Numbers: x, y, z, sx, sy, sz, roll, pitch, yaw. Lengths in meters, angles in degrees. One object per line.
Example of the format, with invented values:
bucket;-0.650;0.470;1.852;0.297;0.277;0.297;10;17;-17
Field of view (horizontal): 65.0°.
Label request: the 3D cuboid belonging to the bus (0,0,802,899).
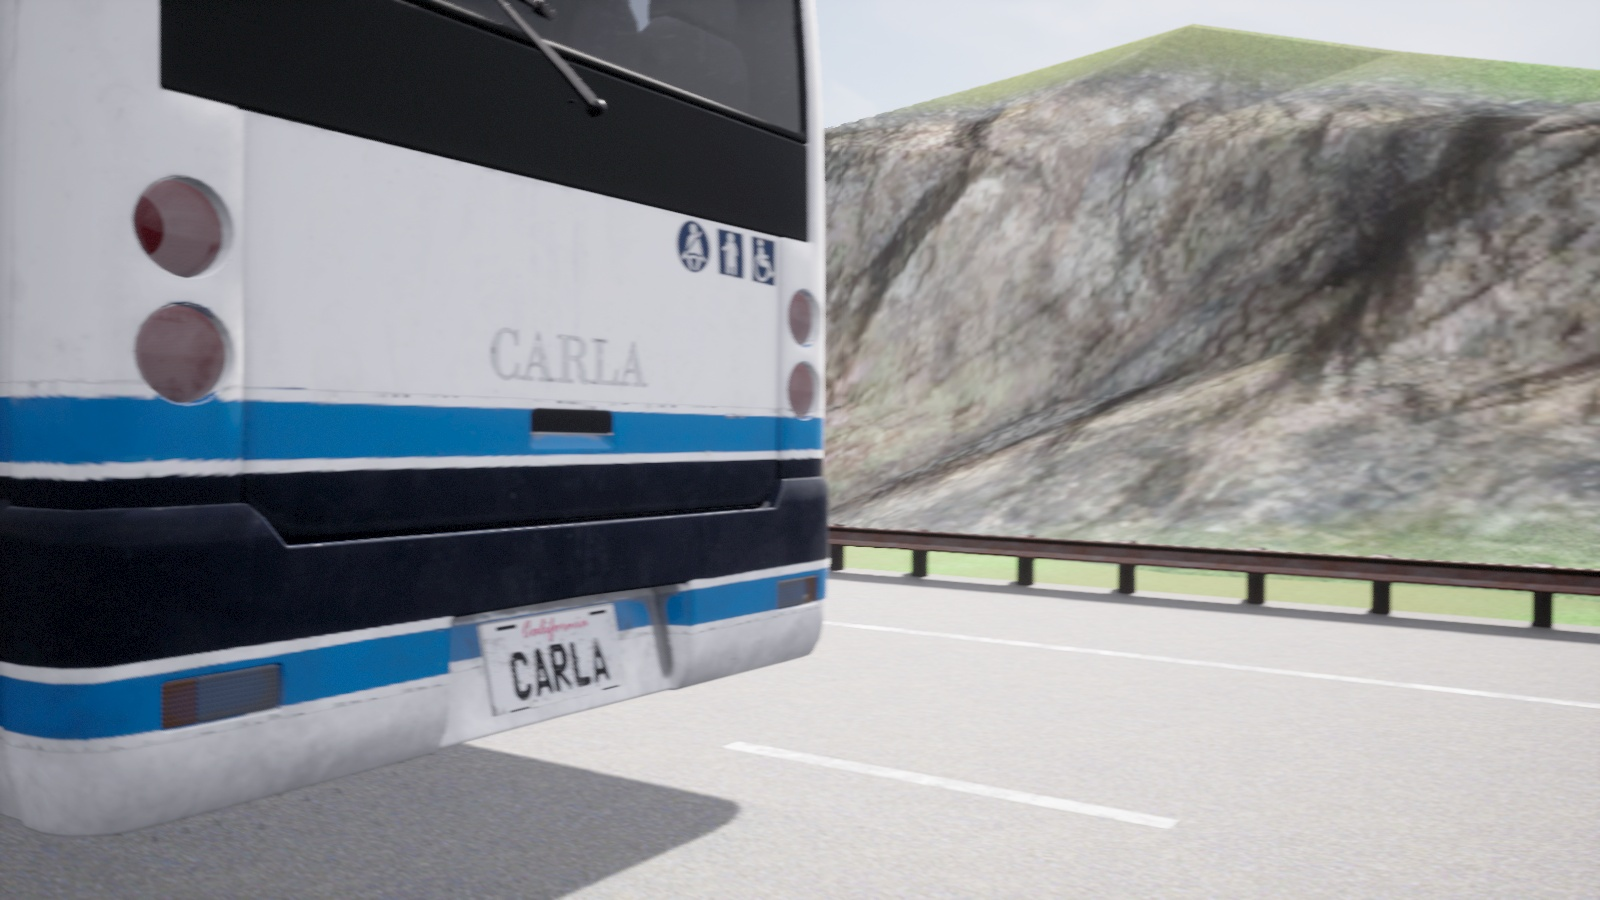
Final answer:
bus;-5.381;-0.694;7.172;10.273;4.253;3.944;0;1;34
